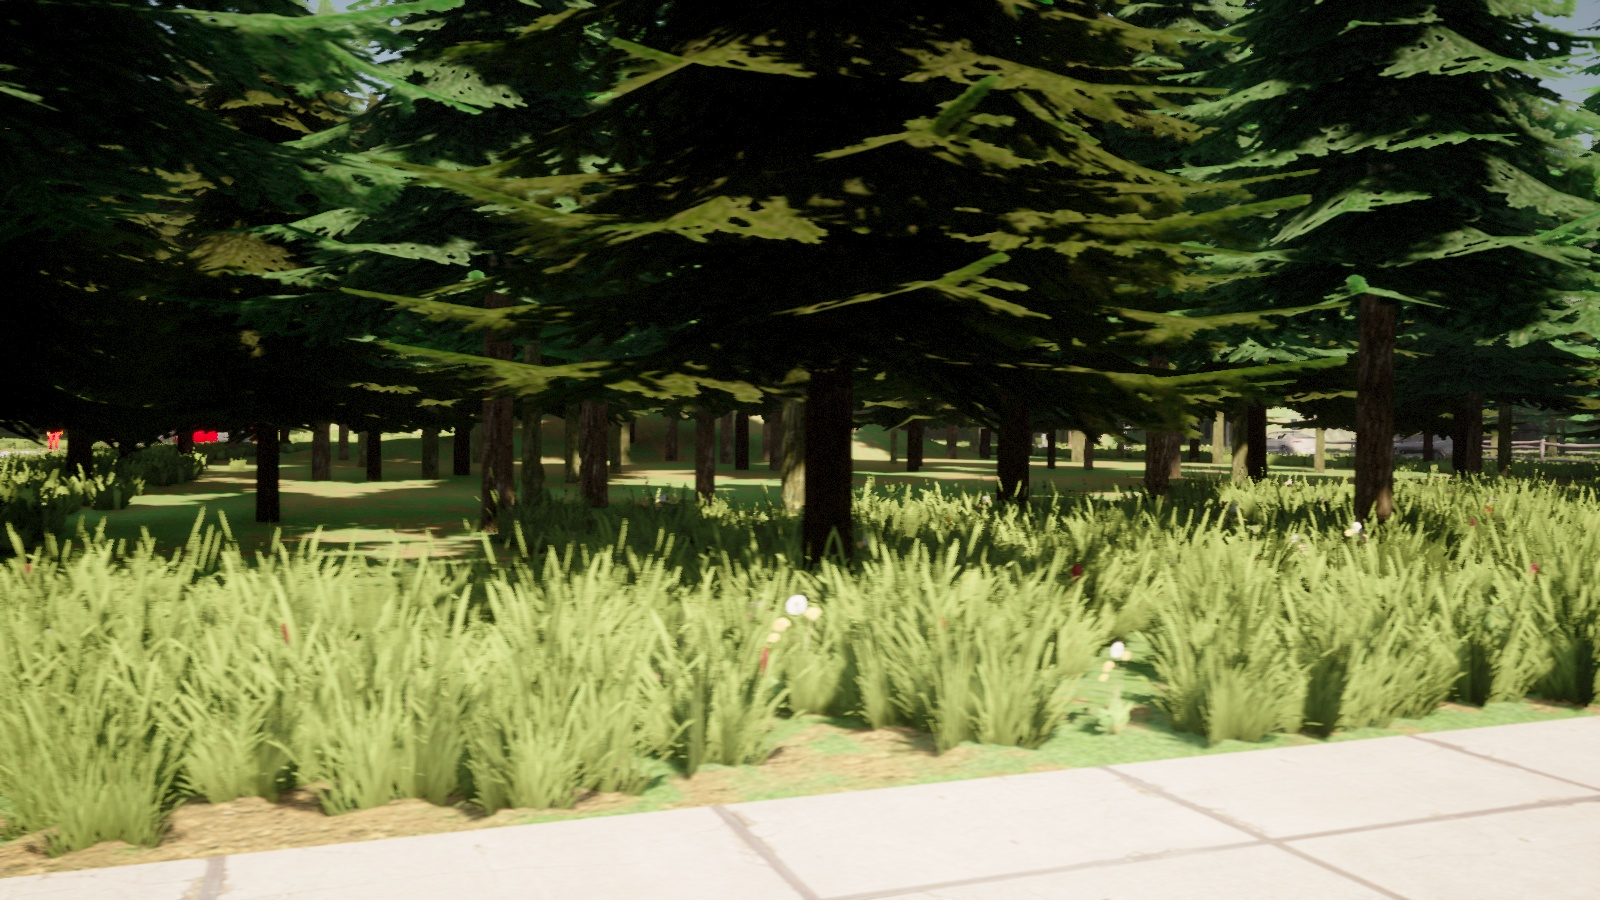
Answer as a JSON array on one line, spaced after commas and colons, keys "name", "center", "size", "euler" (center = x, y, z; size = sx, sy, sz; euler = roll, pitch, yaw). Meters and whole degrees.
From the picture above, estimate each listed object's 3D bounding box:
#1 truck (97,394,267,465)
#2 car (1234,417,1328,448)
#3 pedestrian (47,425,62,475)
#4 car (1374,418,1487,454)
[{"name": "truck", "center": [-35.398, -1.177, 72.358], "size": [2.891, 3.827, 8.468], "euler": [0, 1, 32]}, {"name": "car", "center": [27.070, -0.975, 70.864], "size": [2.152, 1.651, 5.027], "euler": [-1, 1, -21]}, {"name": "pedestrian", "center": [-27.313, -0.007, 46.000], "size": [0.345, 1.836, 0.594], "euler": [-1, 1, -39]}, {"name": "car", "center": [30.630, -0.704, 61.136], "size": [2.033, 1.649, 4.856], "euler": [-1, 1, -20]}]
